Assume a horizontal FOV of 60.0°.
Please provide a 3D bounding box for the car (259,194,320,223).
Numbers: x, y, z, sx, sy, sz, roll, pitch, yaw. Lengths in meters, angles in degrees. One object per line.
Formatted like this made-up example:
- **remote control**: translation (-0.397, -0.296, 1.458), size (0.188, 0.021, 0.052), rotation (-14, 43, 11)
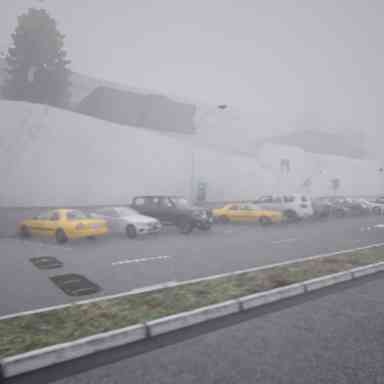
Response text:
- **car**: translation (6.033, 1.160, 24.575), size (5.566, 2.045, 2.435), rotation (-1, 0, 35)

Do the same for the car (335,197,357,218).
- **car**: translation (10.958, 1.389, 28.049), size (4.674, 1.452, 2.002), rotation (-1, -1, 35)

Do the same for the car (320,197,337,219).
- **car**: translation (8.480, 1.410, 26.314), size (4.792, 1.488, 2.163), rotation (-1, 0, 35)

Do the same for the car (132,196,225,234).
- **car**: translation (-1.253, 1.221, 19.325), size (5.566, 2.045, 2.435), rotation (-1, -1, 35)

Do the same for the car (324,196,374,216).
- **car**: translation (13.374, 1.181, 29.805), size (4.553, 1.767, 2.185), rotation (-1, 0, 35)

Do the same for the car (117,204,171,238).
- **car**: translation (-3.727, 1.520, 17.596), size (4.674, 1.452, 2.002), rotation (-1, -1, 35)

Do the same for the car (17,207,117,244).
- **car**: translation (-6.328, 1.486, 15.950), size (5.366, 1.575, 1.946), rotation (-1, 0, 35)

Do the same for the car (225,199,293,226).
- **car**: translation (3.767, 1.430, 22.715), size (5.366, 1.575, 1.946), rotation (-1, -1, 35)

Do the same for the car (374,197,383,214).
- **car**: translation (15.845, 1.303, 31.529), size (4.674, 1.452, 2.002), rotation (-1, 0, 35)
